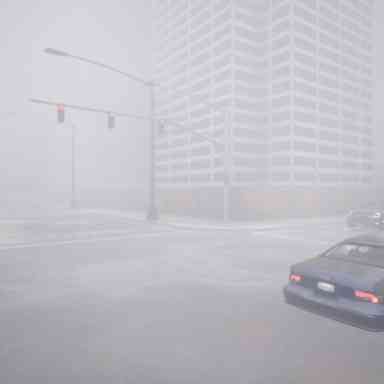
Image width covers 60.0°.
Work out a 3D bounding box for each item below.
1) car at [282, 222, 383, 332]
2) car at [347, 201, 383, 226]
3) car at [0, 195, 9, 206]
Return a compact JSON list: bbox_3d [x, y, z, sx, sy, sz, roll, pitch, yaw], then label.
[{"bbox_3d":[4.156,1.546,6.710,5.357,1.411,2.033,0,0,-36],"label":"car"},{"bbox_3d":[11.757,1.346,20.970,4.553,1.767,2.097,0,0,-36],"label":"car"},{"bbox_3d":[-32.012,1.351,55.459,2.097,1.767,4.553,0,0,-35],"label":"car"}]
